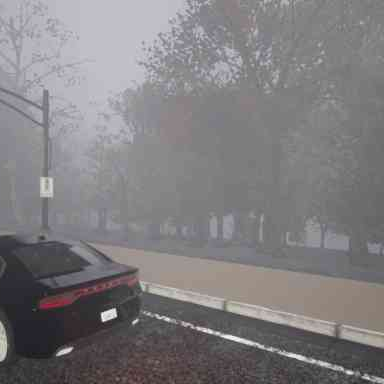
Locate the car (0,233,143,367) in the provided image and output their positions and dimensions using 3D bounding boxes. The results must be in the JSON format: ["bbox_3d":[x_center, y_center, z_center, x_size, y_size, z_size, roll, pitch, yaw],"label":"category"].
[{"bbox_3d":[-3.086,1.477,5.881,5.008,1.535,1.882,0,0,37],"label":"car"}]
